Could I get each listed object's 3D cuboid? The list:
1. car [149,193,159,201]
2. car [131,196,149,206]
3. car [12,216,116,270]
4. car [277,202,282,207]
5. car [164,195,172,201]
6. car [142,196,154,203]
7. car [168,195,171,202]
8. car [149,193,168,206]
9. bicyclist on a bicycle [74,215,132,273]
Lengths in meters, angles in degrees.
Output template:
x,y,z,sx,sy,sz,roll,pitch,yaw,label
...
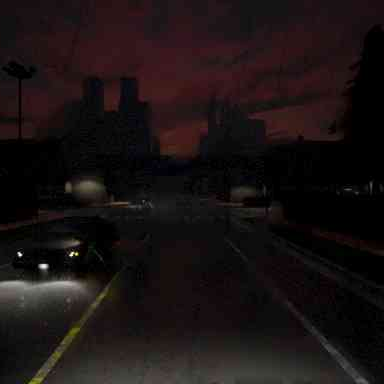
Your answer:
x,y,z,sx,sy,sz,roll,pitch,yaw,label
-9.784,1.242,86.339,2.150,2.045,5.566,0,0,-1,car
-9.119,1.508,56.619,2.128,1.511,4.902,0,0,-1,car
-3.882,1.546,11.301,2.033,1.411,5.357,0,0,-1,car
14.041,1.617,45.115,4.718,1.301,1.895,0,0,-2,car
-6.266,1.516,85.657,1.837,1.490,4.892,0,0,-1,car
-9.403,1.612,71.213,1.895,1.301,4.718,0,0,-1,car
-5.897,1.541,70.994,1.812,1.442,4.674,0,0,-1,car
-5.609,1.369,56.393,2.097,1.767,4.553,0,0,-1,car
-2.489,1.472,9.188,1.656,1.620,0.582,1,3,-2,bicyclist on a bicycle
